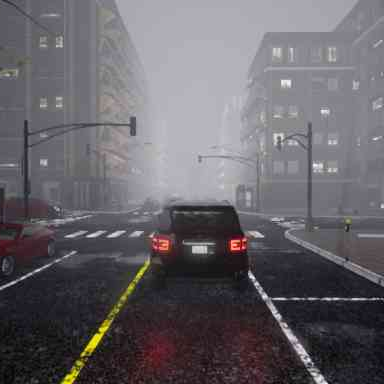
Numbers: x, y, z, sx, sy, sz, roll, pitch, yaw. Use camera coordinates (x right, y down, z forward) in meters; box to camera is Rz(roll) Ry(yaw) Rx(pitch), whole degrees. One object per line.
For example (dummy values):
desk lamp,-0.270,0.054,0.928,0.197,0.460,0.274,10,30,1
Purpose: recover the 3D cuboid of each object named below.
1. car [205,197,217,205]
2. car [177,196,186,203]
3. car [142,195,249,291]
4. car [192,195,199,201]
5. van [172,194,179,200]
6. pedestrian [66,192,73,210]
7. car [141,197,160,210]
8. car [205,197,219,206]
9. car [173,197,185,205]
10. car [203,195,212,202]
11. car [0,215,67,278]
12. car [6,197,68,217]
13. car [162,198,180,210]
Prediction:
car,3.309,1.544,59.335,1.887,1.381,4.507,0,0,1
car,-2.238,1.522,72.403,1.812,1.442,4.674,0,0,1
car,0.180,1.221,9.184,2.150,2.045,5.566,0,0,1
car,0.875,1.478,82.783,1.882,1.535,5.008,0,0,1
van,-4.709,1.340,93.261,1.690,1.788,3.998,0,0,1
pedestrian,-12.367,0.902,33.584,0.375,1.860,0.375,0,-1,0
car,-5.252,1.438,42.516,1.967,1.590,4.097,0,0,1
car,3.249,1.549,53.697,2.008,1.369,4.403,0,0,1
car,-2.415,1.563,61.681,1.994,1.385,4.181,0,0,1
car,3.490,1.440,76.251,1.967,1.590,4.097,0,0,1
car,-5.598,1.581,10.107,1.802,1.307,4.206,0,0,1
car,-11.801,1.183,25.049,4.553,1.767,2.097,1,0,-2
car,-2.634,1.562,43.141,1.994,1.385,4.181,0,0,2
